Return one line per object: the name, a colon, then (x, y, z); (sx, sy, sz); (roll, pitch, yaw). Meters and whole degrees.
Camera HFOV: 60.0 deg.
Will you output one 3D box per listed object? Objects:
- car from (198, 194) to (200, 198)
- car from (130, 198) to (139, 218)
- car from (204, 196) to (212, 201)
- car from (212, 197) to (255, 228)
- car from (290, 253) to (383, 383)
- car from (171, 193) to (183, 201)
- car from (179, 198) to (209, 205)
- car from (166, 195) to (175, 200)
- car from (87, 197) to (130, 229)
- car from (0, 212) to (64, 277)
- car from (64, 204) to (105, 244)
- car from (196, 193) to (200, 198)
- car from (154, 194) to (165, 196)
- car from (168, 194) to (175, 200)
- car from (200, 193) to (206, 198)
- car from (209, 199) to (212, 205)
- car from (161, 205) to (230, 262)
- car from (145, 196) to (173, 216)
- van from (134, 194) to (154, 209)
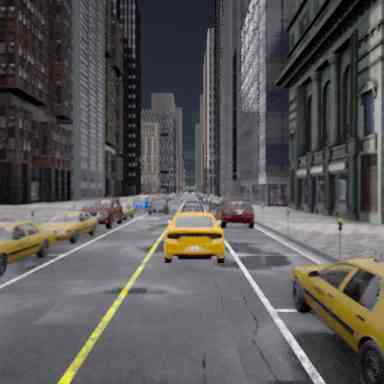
car: (2.725, 1.495, 66.680); (1.947, 1.339, 4.313); (0, 0, 0)
car: (-5.779, 1.487, 27.016); (1.752, 1.417, 4.829); (0, 0, 0)
car: (2.740, 1.500, 38.478); (2.008, 1.369, 4.403); (0, 0, 0)
car: (2.748, 1.283, 21.557); (2.192, 1.841, 5.009); (0, 0, 0)
car: (2.757, 1.517, 4.806); (1.752, 1.417, 4.829); (0, 0, 0)
car: (-3.038, 1.379, 73.799); (1.895, 1.301, 4.718); (0, 0, 0)
car: (0.080, 1.506, 28.652); (2.033, 1.411, 5.357); (0, 0, 0)
car: (-5.812, 1.466, 89.234); (2.008, 1.369, 4.403); (0, 0, 0)
car: (-5.777, 1.283, 21.545); (2.192, 1.841, 5.009); (0, 0, 0)
car: (-5.771, 1.509, 10.094); (1.752, 1.417, 4.829); (0, 0, 0)
car: (-5.773, 1.501, 15.734); (1.752, 1.417, 4.829); (0, 0, 0)
car: (2.716, 1.463, 83.602); (1.887, 1.381, 4.507); (0, 0, 0)
car: (-5.793, 1.255, 49.748); (2.192, 1.841, 5.009); (0, 0, 0)
car: (-5.815, 1.437, 94.705); (1.752, 1.417, 4.829); (0, 0, 0)
car: (2.730, 1.376, 55.399); (1.967, 1.590, 4.097); (0, 0, 0)
car: (2.746, 1.512, 27.197); (2.008, 1.369, 4.403); (0, 0, 0)
car: (0.083, 1.459, 12.038); (1.882, 1.535, 5.008); (0, 0, 0)
car: (-3.115, 1.460, 32.296); (1.837, 1.490, 4.892); (0, 0, 0)
van: (-5.786, 1.290, 38.467); (1.690, 1.788, 3.998); (0, 0, 0)
